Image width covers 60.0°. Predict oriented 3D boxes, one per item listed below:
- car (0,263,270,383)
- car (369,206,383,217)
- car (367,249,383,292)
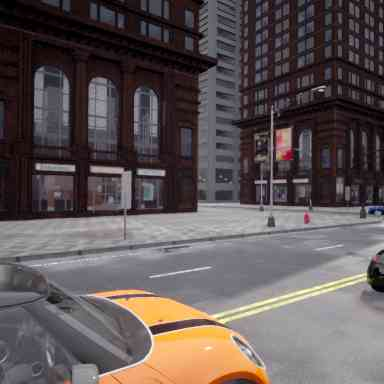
[{"bbox_3d":[-1.512,1.352,2.360,4.553,1.767,2.097,0,0,-36],"label":"car"},{"bbox_3d":[19.965,1.648,32.213,5.008,1.535,1.882,0,1,32],"label":"car"},{"bbox_3d":[5.916,1.576,7.681,4.181,1.385,1.994,0,0,-35],"label":"car"}]
